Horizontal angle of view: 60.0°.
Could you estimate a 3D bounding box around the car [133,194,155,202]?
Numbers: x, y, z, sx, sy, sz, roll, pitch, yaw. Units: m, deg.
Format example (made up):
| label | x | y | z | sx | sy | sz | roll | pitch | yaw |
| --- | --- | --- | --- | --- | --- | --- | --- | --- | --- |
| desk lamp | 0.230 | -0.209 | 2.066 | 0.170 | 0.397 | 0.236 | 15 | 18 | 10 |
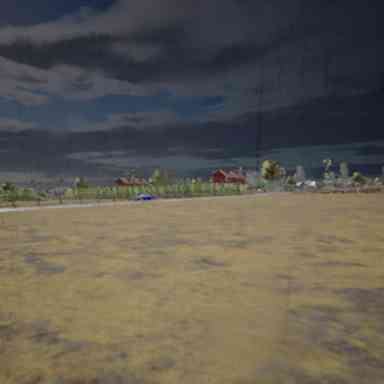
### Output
| label | x | y | z | sx | sy | sz | roll | pitch | yaw |
| --- | --- | --- | --- | --- | --- | --- | --- | --- | --- |
| car | -9.667 | 1.169 | 66.836 | 1.882 | 1.535 | 5.008 | -1 | 1 | 36 |
